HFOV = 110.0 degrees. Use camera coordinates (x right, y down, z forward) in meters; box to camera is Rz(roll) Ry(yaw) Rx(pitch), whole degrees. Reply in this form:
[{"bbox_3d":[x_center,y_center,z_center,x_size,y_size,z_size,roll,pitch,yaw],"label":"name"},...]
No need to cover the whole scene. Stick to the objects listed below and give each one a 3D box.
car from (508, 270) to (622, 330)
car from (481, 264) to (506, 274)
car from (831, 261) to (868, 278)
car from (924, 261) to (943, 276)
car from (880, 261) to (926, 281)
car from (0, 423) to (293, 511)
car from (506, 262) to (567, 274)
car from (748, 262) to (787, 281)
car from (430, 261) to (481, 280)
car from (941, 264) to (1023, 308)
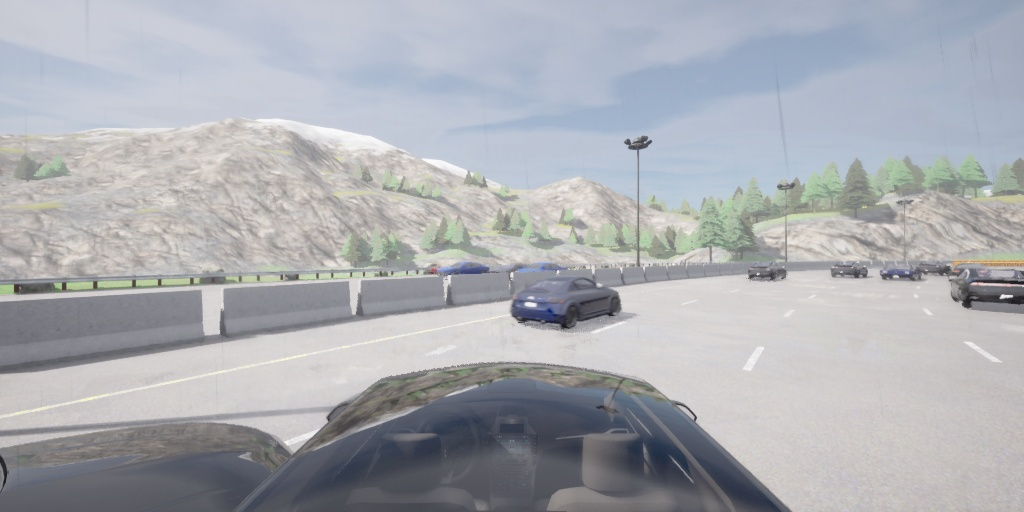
[{"bbox_3d":[1.829,1.314,11.412,1.994,1.385,4.181,0,0,41],"label":"car"},{"bbox_3d":[0.276,1.297,30.427,5.357,1.411,2.033,0,0,-44],"label":"car"},{"bbox_3d":[31.368,1.241,33.332,4.902,1.511,2.128,0,0,-35],"label":"car"},{"bbox_3d":[43.305,1.241,36.857,4.902,1.511,2.128,0,0,-31],"label":"car"},{"bbox_3d":[32.302,1.351,29.723,4.718,1.301,1.895,0,0,-35],"label":"car"},{"bbox_3d":[-2.982,1.255,0.515,4.892,1.490,1.837,0,0,-45],"label":"car"},{"bbox_3d":[2.177,1.227,27.355,5.008,1.535,1.882,0,0,-44],"label":"car"},{"bbox_3d":[21.747,1.243,30.466,4.902,1.511,2.128,0,0,-39],"label":"car"},{"bbox_3d":[-4.158,1.227,30.897,1.882,1.535,5.008,0,0,45],"label":"car"},{"bbox_3d":[19.140,1.240,14.297,4.902,1.511,2.128,0,0,-44],"label":"car"}]
